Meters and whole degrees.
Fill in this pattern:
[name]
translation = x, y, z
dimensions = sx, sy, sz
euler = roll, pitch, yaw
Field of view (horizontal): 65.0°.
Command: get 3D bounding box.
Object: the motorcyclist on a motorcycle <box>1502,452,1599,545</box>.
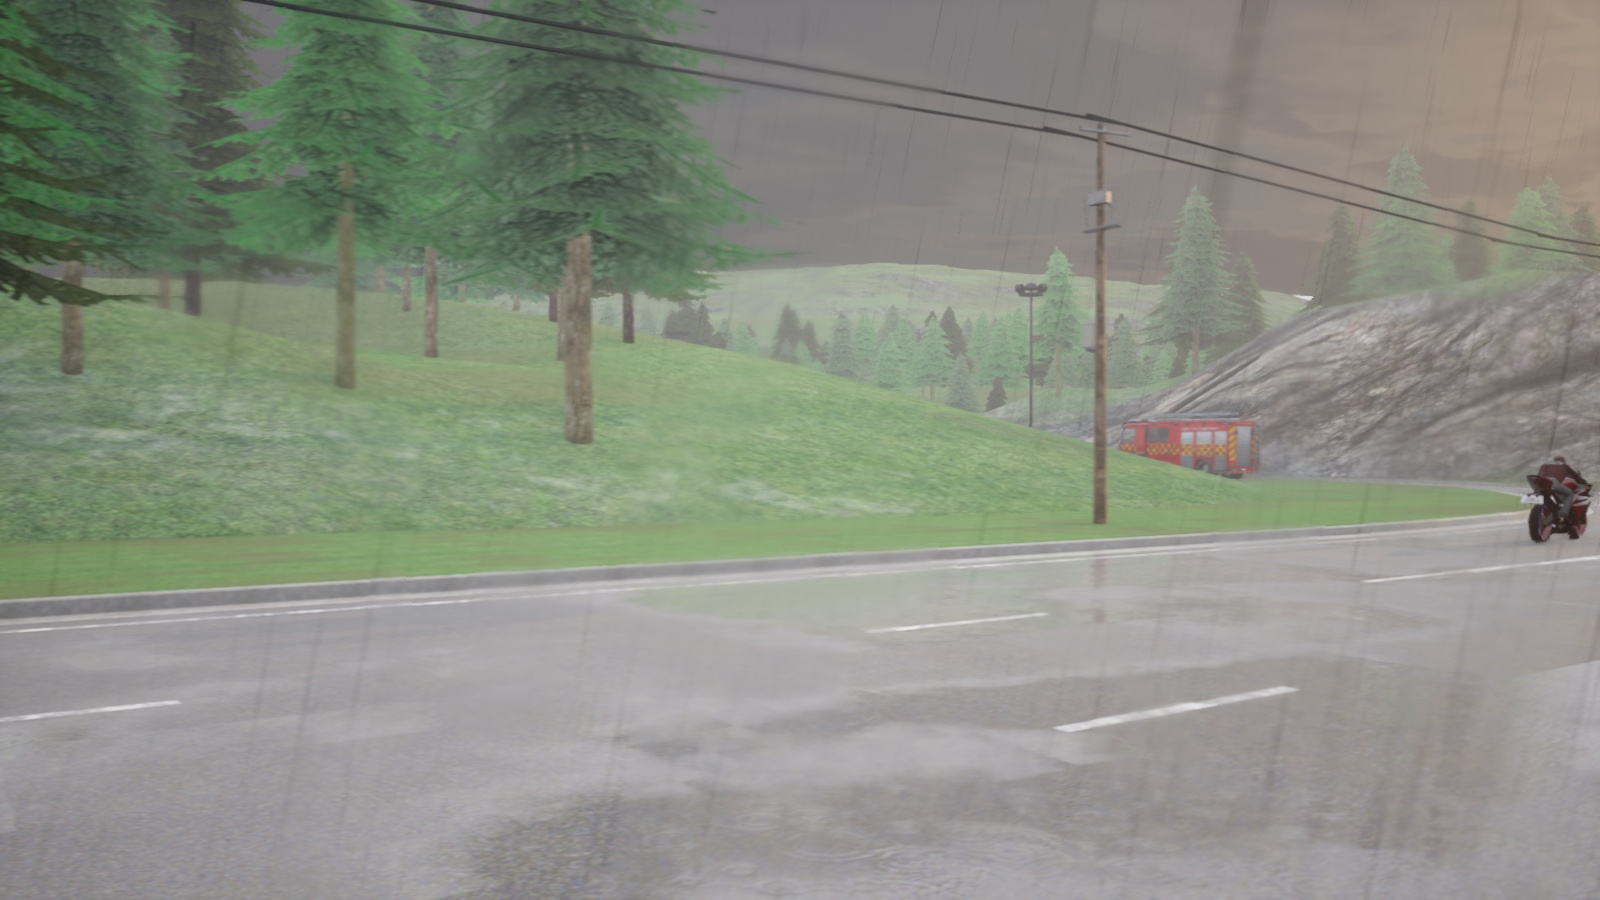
[motorcyclist on a motorcycle]
translation = 12.995, 0.799, 21.585
dimensions = 2.191, 1.530, 0.866
euler = 0, 0, -39

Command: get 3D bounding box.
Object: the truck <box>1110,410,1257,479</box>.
[truck]
translation = 22.434, -0.302, 74.048
dimensions = 2.891, 3.827, 8.468
euler = 0, 0, -32
